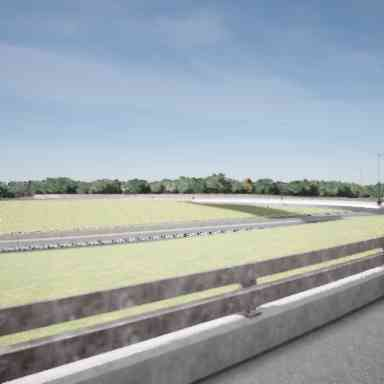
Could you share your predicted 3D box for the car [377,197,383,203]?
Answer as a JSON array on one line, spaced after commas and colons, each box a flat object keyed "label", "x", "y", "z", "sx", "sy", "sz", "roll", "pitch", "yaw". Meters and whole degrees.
[{"label": "car", "x": 46.487, "y": 1.686, "z": 77.855, "sx": 2.150, "sy": 2.045, "sz": 5.566, "roll": 0, "pitch": -1, "yaw": 2}]

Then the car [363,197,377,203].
[{"label": "car", "x": 43.088, "y": 2.005, "z": 80.007, "sx": 1.837, "sy": 1.490, "sz": 4.892, "roll": 0, "pitch": -1, "yaw": 2}]
